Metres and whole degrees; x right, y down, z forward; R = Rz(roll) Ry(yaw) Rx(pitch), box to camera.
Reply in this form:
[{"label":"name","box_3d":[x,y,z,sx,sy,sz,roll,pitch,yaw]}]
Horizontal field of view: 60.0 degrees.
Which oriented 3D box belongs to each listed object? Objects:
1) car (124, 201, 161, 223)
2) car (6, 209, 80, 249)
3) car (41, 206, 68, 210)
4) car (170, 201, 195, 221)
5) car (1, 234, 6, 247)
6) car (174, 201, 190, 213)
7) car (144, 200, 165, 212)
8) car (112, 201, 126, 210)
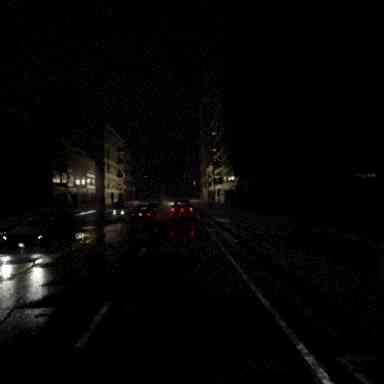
[{"label":"car","box_3d":[-4.062,1.791,28.143,2.033,1.411,5.357,-1,0,-2]},{"label":"car","box_3d":[-7.062,1.797,16.221,2.033,1.411,5.357,-1,0,-2]},{"label":"car","box_3d":[-10.580,1.880,25.290,1.837,1.490,4.892,-1,0,-1]},{"label":"car","box_3d":[-0.866,1.531,29.358,2.097,1.767,4.553,-1,0,-2]},{"label":"car","box_3d":[-10.245,1.835,14.240,1.812,1.442,4.674,-1,0,-2]},{"label":"car","box_3d":[-1.312,1.853,42.383,1.895,1.301,4.718,-1,0,-2]},{"label":"car","box_3d":[-4.572,1.818,42.619,2.128,1.511,4.902,-1,0,-2]},{"label":"car","box_3d":[-11.567,2.101,53.710,1.994,1.385,4.181,-1,0,-2]}]
